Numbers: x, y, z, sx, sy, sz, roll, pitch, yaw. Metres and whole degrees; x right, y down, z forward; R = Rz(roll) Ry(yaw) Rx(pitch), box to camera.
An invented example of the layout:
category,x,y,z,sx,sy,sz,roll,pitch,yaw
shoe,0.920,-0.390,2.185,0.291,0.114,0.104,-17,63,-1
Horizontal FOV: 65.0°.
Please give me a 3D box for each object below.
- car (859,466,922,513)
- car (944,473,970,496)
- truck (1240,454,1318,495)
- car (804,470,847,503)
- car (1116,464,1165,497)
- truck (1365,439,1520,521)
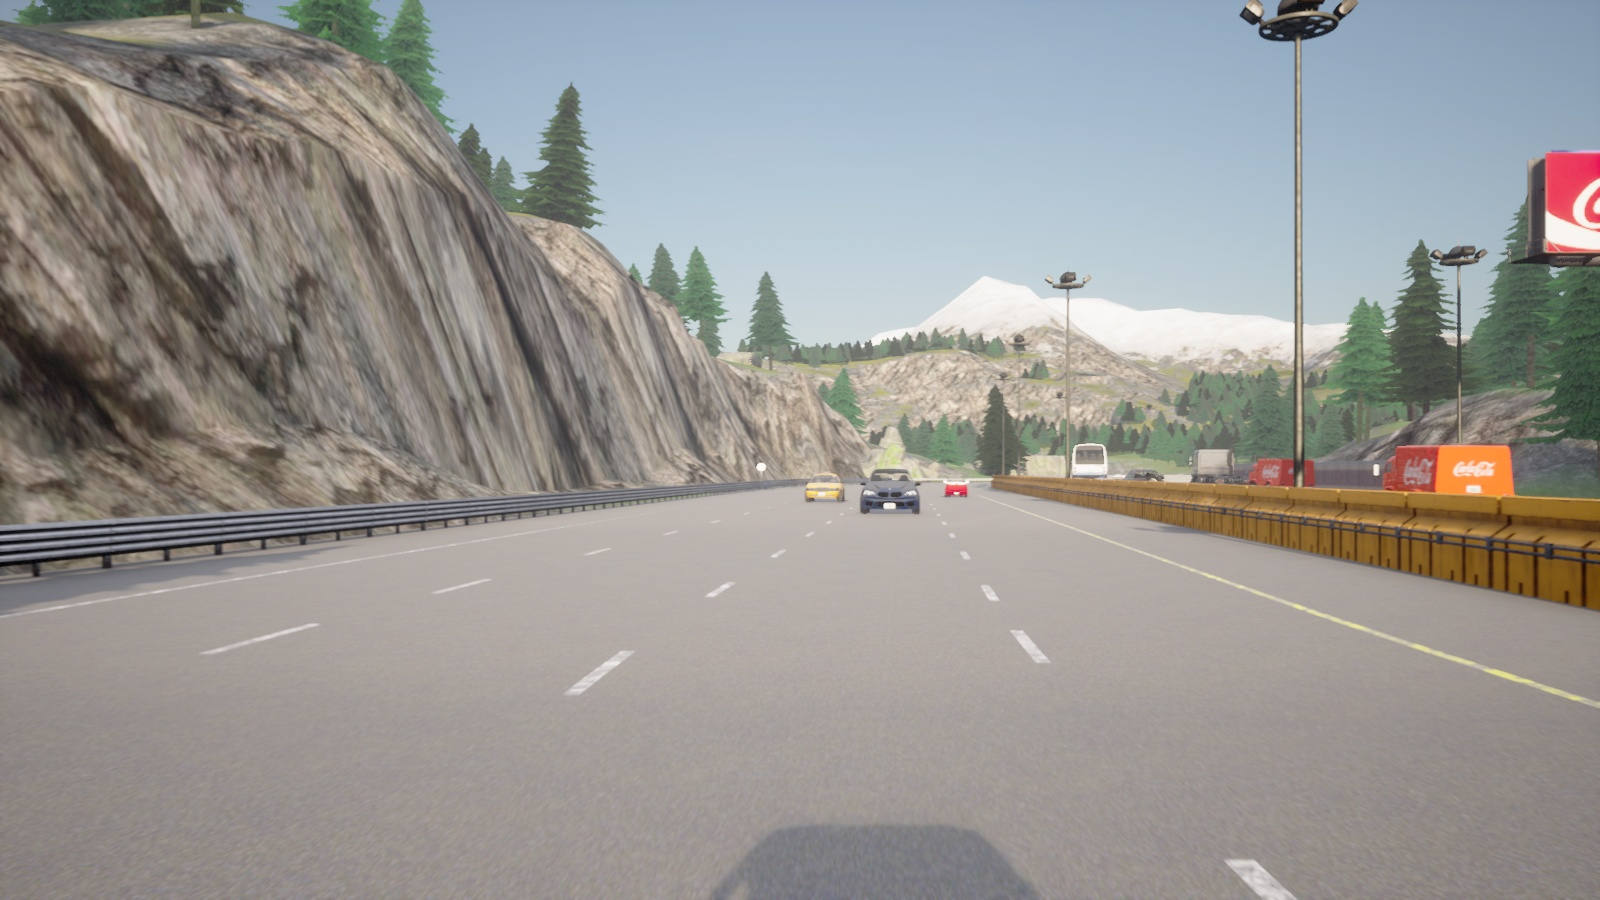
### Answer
category,x,y,z,sx,sy,sz,roll,pitch,yaw
car,3.416,1.432,46.916,2.242,1.667,4.611,0,-1,5
car,9.467,2.104,75.882,1.481,1.376,2.207,0,-1,5
truck,30.561,1.566,80.331,2.627,2.467,5.204,1,-1,-5
car,1.324,1.805,63.147,1.801,1.575,5.366,0,-1,5
car,19.750,1.780,72.947,1.932,1.855,4.605,0,-1,5
truck,20.389,0.930,40.159,2.627,2.467,5.204,0,-1,5
